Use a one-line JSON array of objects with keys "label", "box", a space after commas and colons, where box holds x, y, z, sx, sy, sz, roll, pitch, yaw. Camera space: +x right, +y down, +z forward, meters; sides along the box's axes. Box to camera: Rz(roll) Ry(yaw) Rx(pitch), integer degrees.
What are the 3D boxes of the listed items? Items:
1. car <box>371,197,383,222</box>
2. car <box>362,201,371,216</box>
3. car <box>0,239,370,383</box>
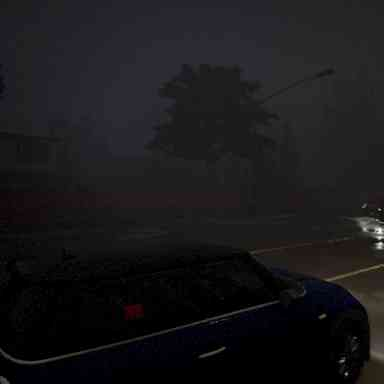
[{"label": "car", "box": [15.286, 1.087, 23.502, 5.566, 2.045, 2.150, 0, 0, -35]}, {"label": "car", "box": [16.701, 1.194, 28.807, 4.553, 1.767, 2.097, -1, 0, -35]}, {"label": "car", "box": [0.027, 1.341, 3.766, 4.553, 1.767, 2.097, 0, 0, -36]}]
